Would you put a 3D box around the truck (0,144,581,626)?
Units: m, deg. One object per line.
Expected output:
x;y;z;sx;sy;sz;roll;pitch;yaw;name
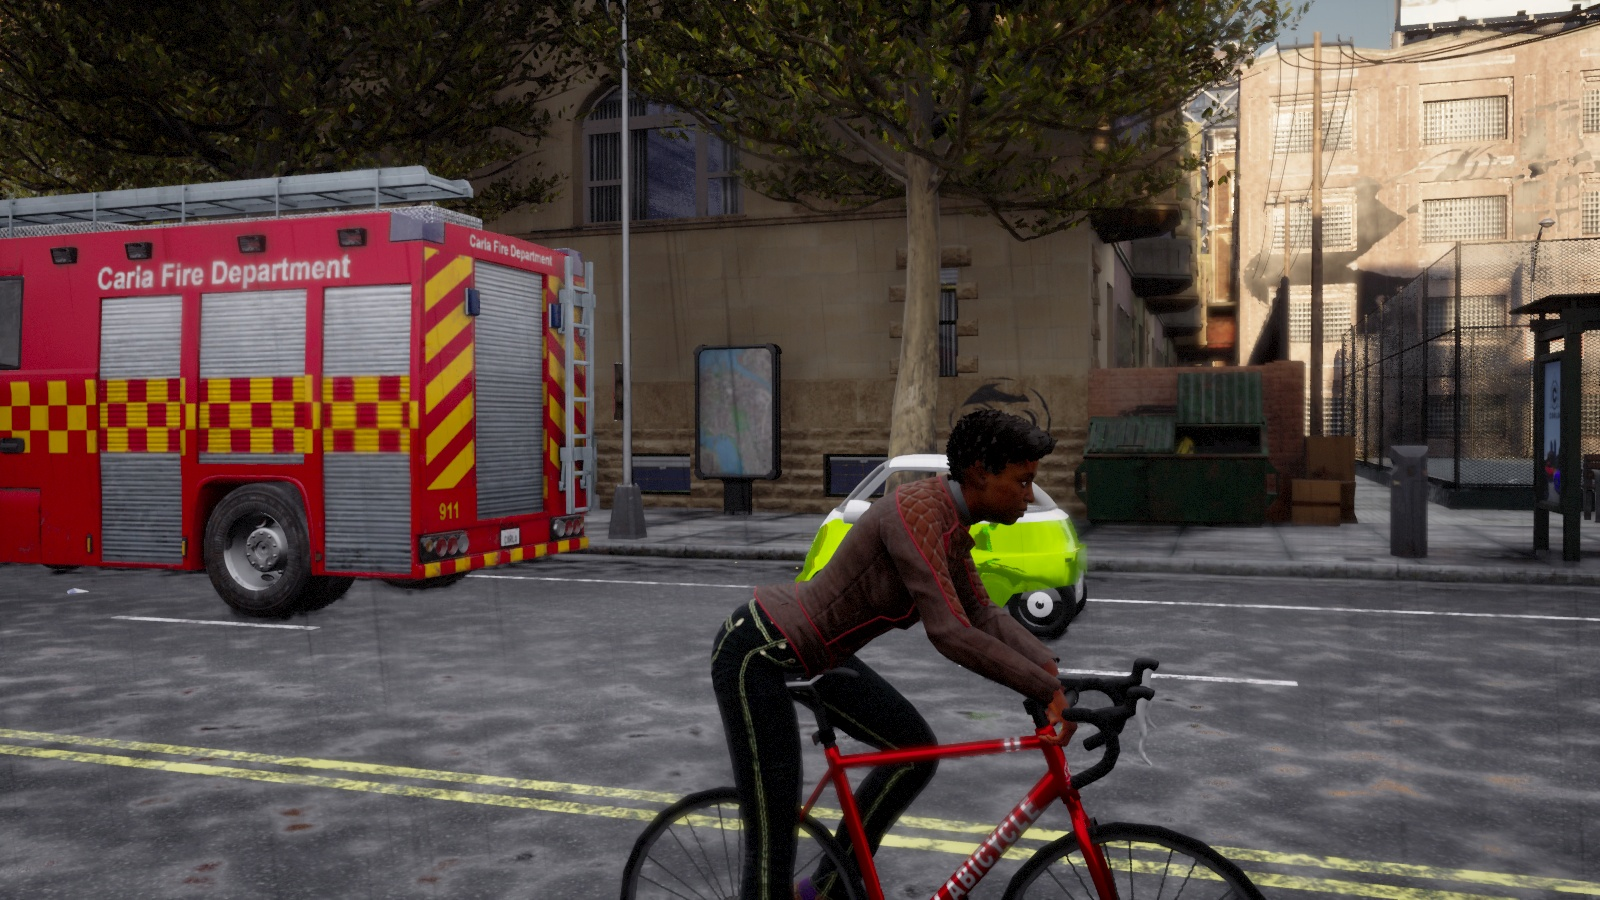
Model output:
-6.695;-0.566;12.681;8.468;3.827;2.891;1;1;19;truck

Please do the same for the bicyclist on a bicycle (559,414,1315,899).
0.305;0.732;3.021;1.656;1.620;0.582;1;1;17;bicyclist on a bicycle

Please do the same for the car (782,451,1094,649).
1.153;0.723;10.141;2.207;1.376;1.481;1;1;19;car
